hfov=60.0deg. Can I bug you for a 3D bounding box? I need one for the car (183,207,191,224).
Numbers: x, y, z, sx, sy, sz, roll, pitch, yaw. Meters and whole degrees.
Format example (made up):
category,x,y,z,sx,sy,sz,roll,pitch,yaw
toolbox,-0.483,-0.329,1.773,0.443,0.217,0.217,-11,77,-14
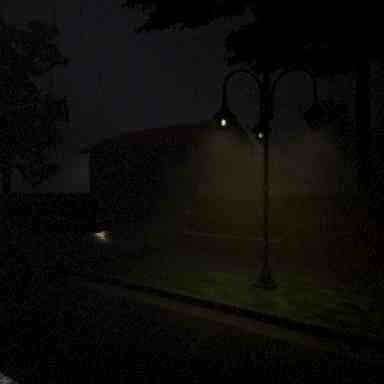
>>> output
category,x,y,z,sx,sy,sz,roll,pitch,yaw
car,1.217,1.107,19.450,1.970,1.475,3.806,0,0,36
